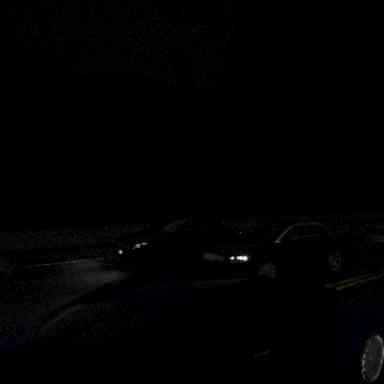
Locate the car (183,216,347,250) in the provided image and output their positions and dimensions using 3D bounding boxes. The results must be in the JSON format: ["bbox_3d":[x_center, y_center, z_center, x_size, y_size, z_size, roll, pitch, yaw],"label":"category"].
[{"bbox_3d":[2.440,1.526,9.415,4.902,1.511,2.128,0,0,-35],"label":"car"}]

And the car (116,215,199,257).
[{"bbox_3d":[-0.270,1.555,11.475,4.674,1.442,1.812,0,0,-35],"label":"car"}]

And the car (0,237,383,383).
[{"bbox_3d":[0.315,1.536,3.667,4.674,1.442,1.812,0,0,-36],"label":"car"}]
